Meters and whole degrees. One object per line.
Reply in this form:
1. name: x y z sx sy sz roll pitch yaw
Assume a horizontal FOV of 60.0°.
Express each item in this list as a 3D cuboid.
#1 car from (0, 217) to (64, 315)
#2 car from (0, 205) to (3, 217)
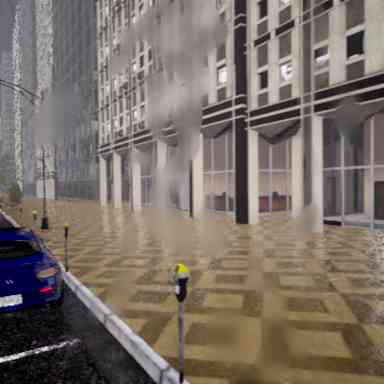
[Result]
1. car: -3.998 1.487 7.022 1.812 1.442 4.674 -1 1 -32
2. car: -10.819 1.254 16.931 2.192 1.841 5.009 -2 1 -32
